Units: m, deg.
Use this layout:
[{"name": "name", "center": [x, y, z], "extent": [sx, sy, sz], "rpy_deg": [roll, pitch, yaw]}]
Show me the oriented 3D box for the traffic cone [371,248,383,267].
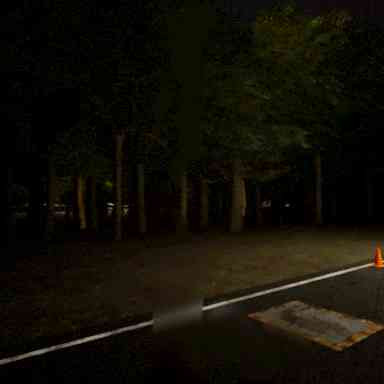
[{"name": "traffic cone", "center": [6.086, 2.116, 10.867], "extent": [0.340, 0.580, 0.340], "rpy_deg": [0, -1, -37]}]
